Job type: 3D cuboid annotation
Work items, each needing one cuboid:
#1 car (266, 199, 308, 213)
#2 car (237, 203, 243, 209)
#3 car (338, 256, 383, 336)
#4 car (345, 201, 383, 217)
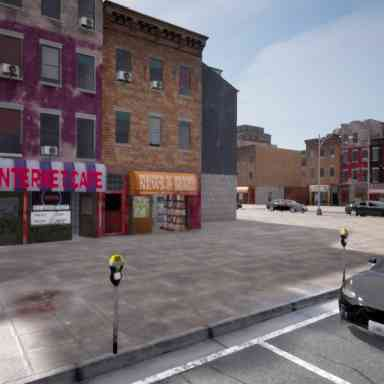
[{"bbox_3d":[10.412,1.549,36.712,2.128,1.511,4.902,1,0,-35],"label":"car"},{"bbox_3d":[4.420,1.626,45.162,2.033,1.411,5.357,1,0,-36],"label":"car"},{"bbox_3d":[4.435,1.567,5.954,4.313,1.339,1.947,0,0,-35],"label":"car"},{"bbox_3d":[15.889,1.542,28.976,1.837,1.490,4.892,1,0,-35],"label":"car"}]
